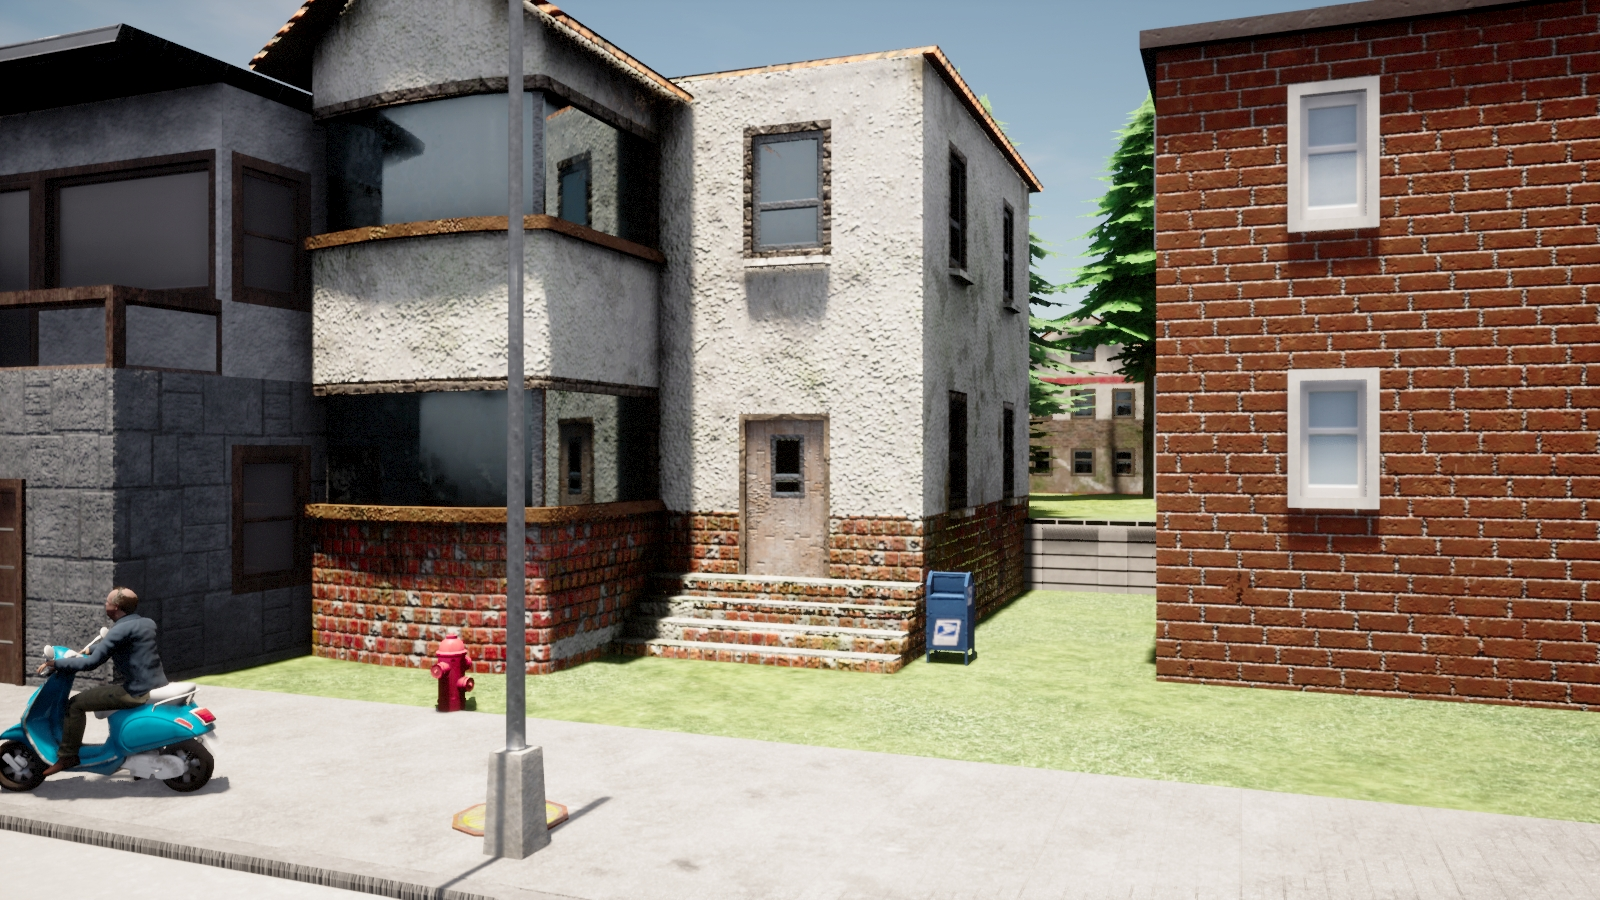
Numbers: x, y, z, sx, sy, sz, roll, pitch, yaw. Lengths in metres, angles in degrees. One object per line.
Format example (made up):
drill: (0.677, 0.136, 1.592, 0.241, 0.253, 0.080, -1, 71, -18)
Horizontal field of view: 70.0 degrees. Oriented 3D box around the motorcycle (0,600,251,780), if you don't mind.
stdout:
motorcycle: (-5.442, 1.858, 9.019, 1.805, 1.236, 0.856, 0, 0, 1)
